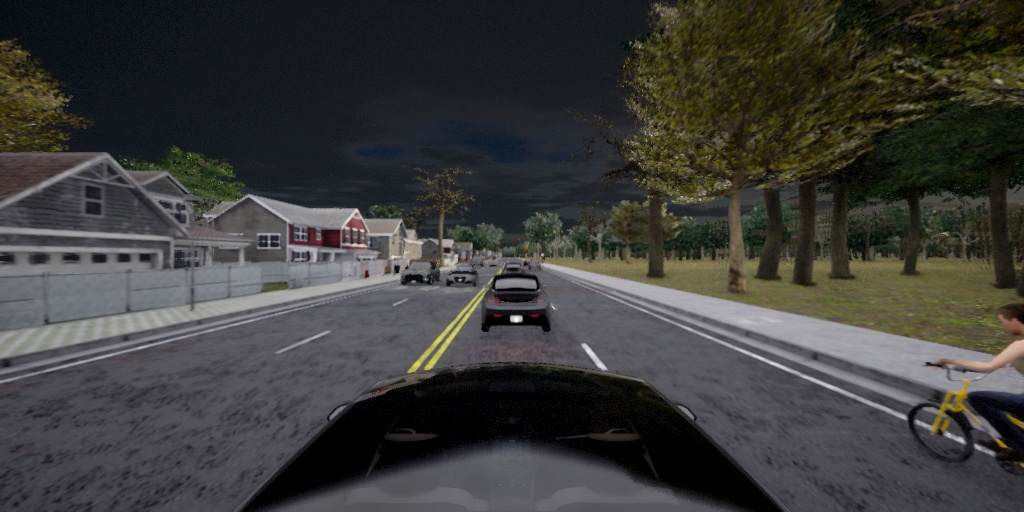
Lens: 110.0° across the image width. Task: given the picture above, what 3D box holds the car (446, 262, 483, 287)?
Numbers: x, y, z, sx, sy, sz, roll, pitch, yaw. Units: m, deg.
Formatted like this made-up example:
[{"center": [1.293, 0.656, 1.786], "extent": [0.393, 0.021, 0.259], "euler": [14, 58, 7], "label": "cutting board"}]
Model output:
[{"center": [-3.343, 1.354, 25.015], "extent": [1.994, 1.385, 4.181], "euler": [0, 0, 0], "label": "car"}]

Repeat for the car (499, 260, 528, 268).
[{"center": [0.104, 1.302, 29.270], "extent": [1.837, 1.490, 4.892], "euler": [0, 0, 0], "label": "car"}]

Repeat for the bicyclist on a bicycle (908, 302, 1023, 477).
[{"center": [4.180, 1.189, 3.034], "extent": [0.866, 1.612, 1.509], "euler": [0, 0, 0], "label": "bicyclist on a bicycle"}]

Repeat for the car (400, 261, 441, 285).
[{"center": [-6.594, 1.144, 26.324], "extent": [2.097, 1.767, 4.553], "euler": [0, 0, 0], "label": "car"}]

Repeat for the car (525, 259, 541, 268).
[{"center": [3.361, 1.325, 54.720], "extent": [2.128, 1.511, 4.902], "euler": [0, 0, 0], "label": "car"}]

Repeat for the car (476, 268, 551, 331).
[{"center": [0.104, 1.271, 11.064], "extent": [1.837, 1.490, 4.892], "euler": [0, 0, 0], "label": "car"}]
